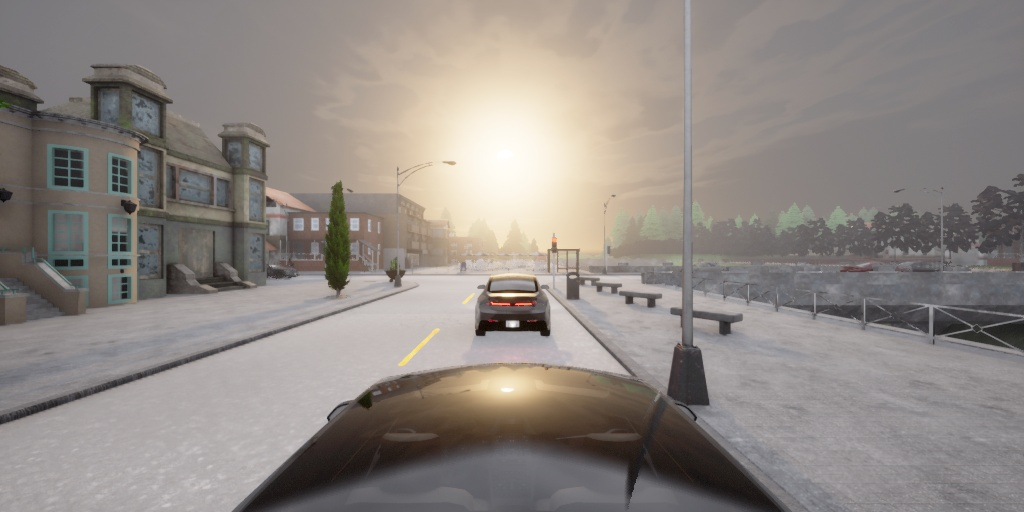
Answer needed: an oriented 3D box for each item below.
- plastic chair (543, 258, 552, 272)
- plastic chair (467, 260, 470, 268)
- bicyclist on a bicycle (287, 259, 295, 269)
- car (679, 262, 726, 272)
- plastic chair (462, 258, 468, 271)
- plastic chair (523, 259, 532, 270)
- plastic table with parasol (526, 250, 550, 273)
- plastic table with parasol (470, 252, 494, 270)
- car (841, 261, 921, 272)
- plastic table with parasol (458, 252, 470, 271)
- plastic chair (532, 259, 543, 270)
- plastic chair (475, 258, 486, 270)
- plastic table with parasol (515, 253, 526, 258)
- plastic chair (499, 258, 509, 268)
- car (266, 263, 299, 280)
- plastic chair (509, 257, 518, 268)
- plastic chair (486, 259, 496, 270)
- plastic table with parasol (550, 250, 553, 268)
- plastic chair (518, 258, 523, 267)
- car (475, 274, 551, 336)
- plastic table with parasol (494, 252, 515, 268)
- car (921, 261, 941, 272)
[{"bbox_3d":[4.843,1.279,49.844,0.730,1.272,0.750,0,0,0],"label":"plastic chair"},{"bbox_3d":[-5.557,1.279,50.844,0.730,1.272,0.750,0,0,0],"label":"plastic chair"},{"bbox_3d":[-24.188,1.099,39.139,0.582,1.620,1.656,0,0,0],"label":"bicyclist on a bicycle"},{"bbox_3d":[18.646,1.313,34.947,4.181,1.385,1.994,0,0,0],"label":"car"},{"bbox_3d":[-7.053,1.279,56.176,0.750,1.272,0.730,0,0,-1],"label":"plastic chair"},{"bbox_3d":[2.243,1.279,50.044,0.730,1.272,0.750,0,0,0],"label":"plastic chair"},{"bbox_3d":[3.583,0.675,50.014,2.482,2.480,2.482,0,0,0],"label":"plastic table with parasol"},{"bbox_3d":[-4.237,0.675,50.764,2.482,2.480,2.482,0,0,0],"label":"plastic table with parasol"},{"bbox_3d":[31.257,1.227,30.754,5.008,1.535,1.882,0,0,0],"label":"car"},{"bbox_3d":[-7.126,0.675,57.355,2.482,2.480,2.482,0,0,0],"label":"plastic table with parasol"},{"bbox_3d":[3.443,1.279,48.744,0.750,1.272,0.730,0,0,0],"label":"plastic chair"},{"bbox_3d":[-4.357,1.279,49.544,0.750,1.272,0.730,0,0,0],"label":"plastic chair"},{"bbox_3d":[1.164,0.675,65.354,2.482,2.480,2.482,0,0,0],"label":"plastic table with parasol"},{"bbox_3d":[-1.256,1.279,56.544,0.750,1.272,0.730,0,0,0],"label":"plastic chair"},{"bbox_3d":[-20.917,1.276,30.763,4.674,1.442,1.812,0,0,0],"label":"car"},{"bbox_3d":[0.144,1.279,57.644,0.730,1.272,0.750,0,0,0],"label":"plastic chair"},{"bbox_3d":[-2.957,1.279,50.644,0.730,1.272,0.750,0,0,0],"label":"plastic chair"},{"bbox_3d":[4.994,0.675,58.644,2.482,2.480,2.482,0,0,0],"label":"plastic table with parasol"},{"bbox_3d":[1.047,1.279,64.176,0.750,1.272,0.730,0,0,-1],"label":"plastic chair"},{"bbox_3d":[0.035,1.255,10.345,1.837,1.490,4.892,0,0,1],"label":"car"},{"bbox_3d":[-1.206,0.675,57.744,2.482,2.480,2.482,0,0,0],"label":"plastic table with parasol"},{"bbox_3d":[38.853,1.256,34.928,4.892,1.490,1.837,0,0,0],"label":"car"}]
